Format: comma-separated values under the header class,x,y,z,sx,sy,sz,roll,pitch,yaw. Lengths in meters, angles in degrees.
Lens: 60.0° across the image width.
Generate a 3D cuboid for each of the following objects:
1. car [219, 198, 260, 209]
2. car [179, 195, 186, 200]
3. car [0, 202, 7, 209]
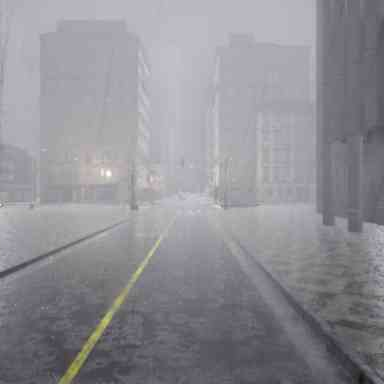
class,x,y,z,sx,sy,sz,roll,pitch,yaw
car,6.362,1.560,44.596,5.357,1.411,2.033,0,0,0
car,-2.771,1.621,94.851,2.033,1.411,5.357,0,0,0
car,-27.558,1.579,44.697,4.892,1.490,1.837,2,0,0
